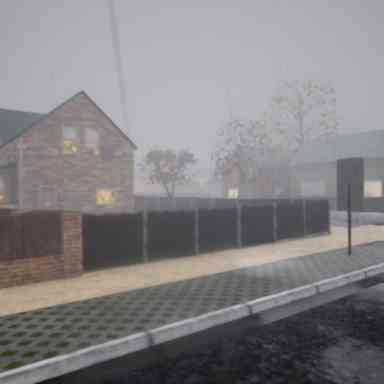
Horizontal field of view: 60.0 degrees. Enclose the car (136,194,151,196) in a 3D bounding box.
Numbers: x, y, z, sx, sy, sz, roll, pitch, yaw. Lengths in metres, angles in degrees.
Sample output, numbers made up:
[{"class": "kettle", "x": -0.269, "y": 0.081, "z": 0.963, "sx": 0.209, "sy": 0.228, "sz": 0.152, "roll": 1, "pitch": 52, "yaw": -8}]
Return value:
[{"class": "car", "x": -5.777, "y": 1.049, "z": 40.866, "sx": 1.837, "sy": 1.490, "sz": 4.892, "roll": 0, "pitch": 1, "yaw": -37}]
